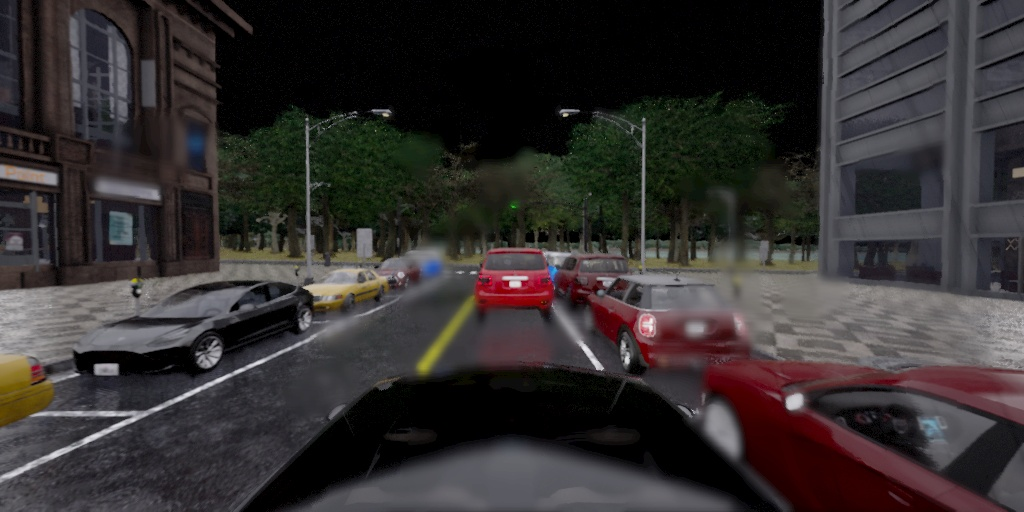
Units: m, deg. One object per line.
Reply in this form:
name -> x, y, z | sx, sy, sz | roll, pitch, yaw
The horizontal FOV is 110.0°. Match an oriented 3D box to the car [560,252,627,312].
car -> 2.738, 0.823, 12.742 | 2.192, 1.841, 5.009 | 0, 0, 0

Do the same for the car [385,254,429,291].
car -> -5.800, 0.834, 18.158 | 1.967, 1.591, 4.097 | 0, 0, 0

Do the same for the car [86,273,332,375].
car -> -5.775, 1.196, 7.286 | 1.948, 1.339, 4.313 | 0, 0, 0

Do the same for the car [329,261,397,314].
car -> -5.787, 1.037, 12.553 | 1.751, 1.417, 4.829 | 0, 0, 0

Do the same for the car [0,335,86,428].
car -> -5.762, 1.274, 1.680 | 1.751, 1.417, 4.829 | 0, 0, 0

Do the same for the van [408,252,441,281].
van -> -5.813, 0.617, 23.595 | 1.690, 1.789, 3.998 | 0, 0, 0

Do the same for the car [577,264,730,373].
car -> 2.750, 1.067, 7.306 | 1.967, 1.591, 4.097 | 0, 0, 0

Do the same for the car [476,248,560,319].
car -> 0.076, 0.751, 11.847 | 2.150, 2.045, 5.566 | 0, 1, 0

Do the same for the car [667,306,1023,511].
car -> 2.763, 1.291, 1.870 | 1.888, 1.381, 4.507 | 0, 0, 0
